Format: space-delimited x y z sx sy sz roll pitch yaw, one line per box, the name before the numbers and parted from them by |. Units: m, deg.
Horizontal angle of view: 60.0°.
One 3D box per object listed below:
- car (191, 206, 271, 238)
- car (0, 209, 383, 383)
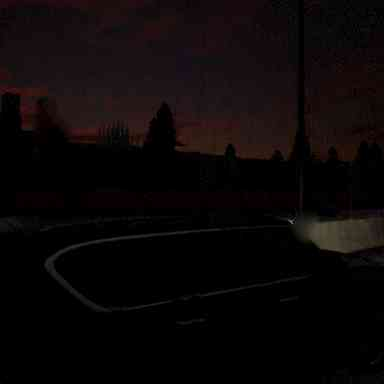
car | 2.244 1.583 18.541 4.181 1.385 1.994 0 0 -36
car | 0.233 1.226 3.943 5.566 2.045 2.150 0 0 -35
